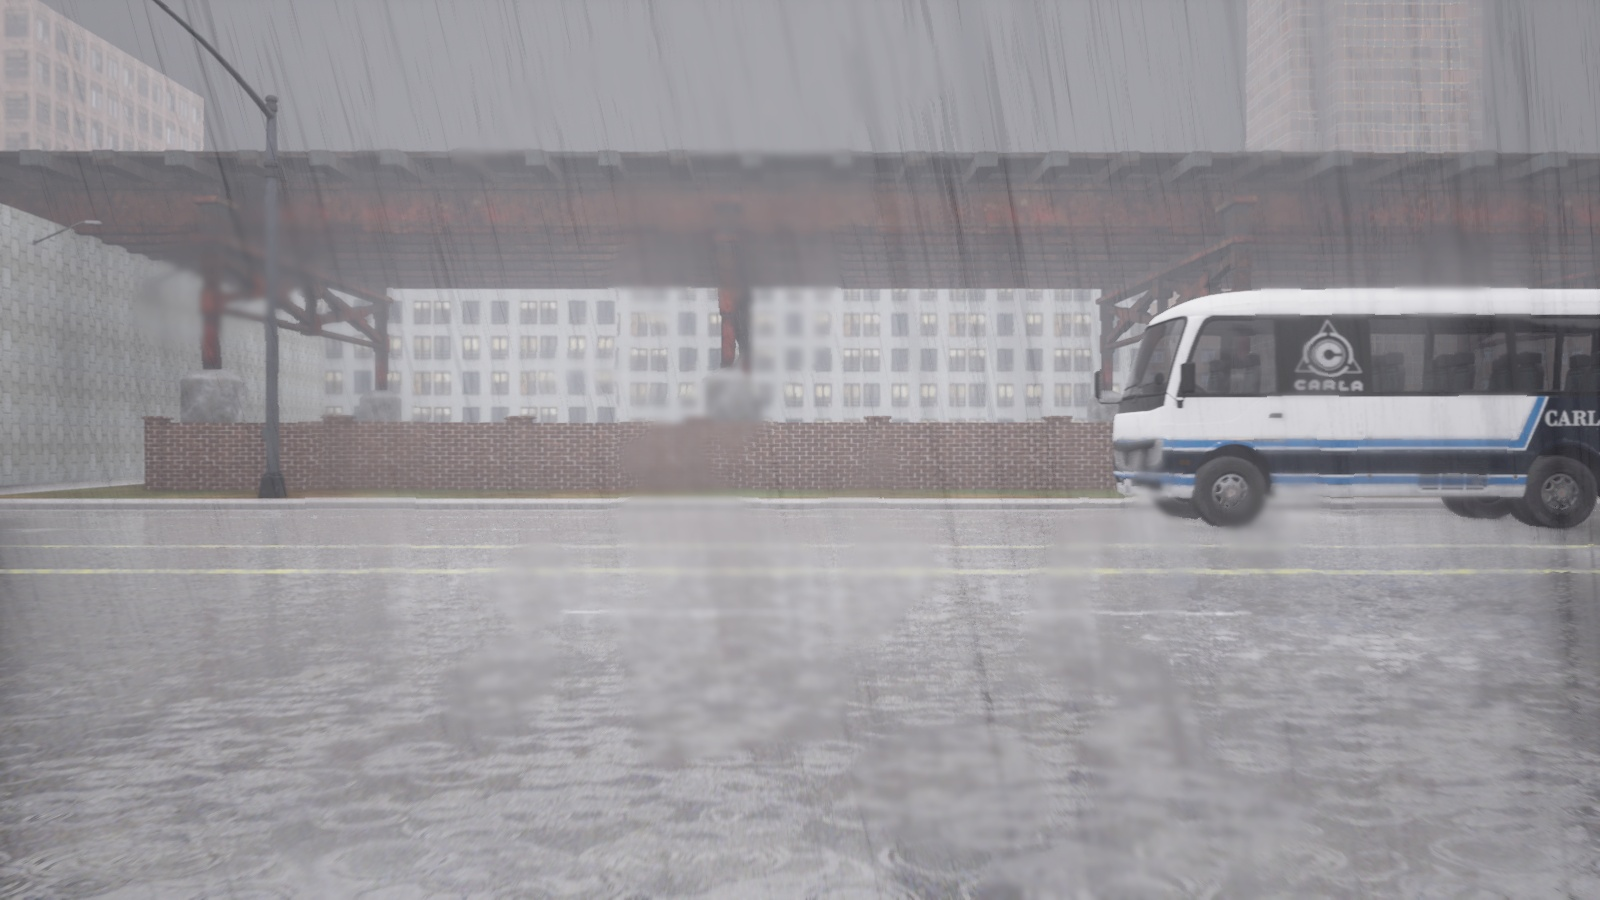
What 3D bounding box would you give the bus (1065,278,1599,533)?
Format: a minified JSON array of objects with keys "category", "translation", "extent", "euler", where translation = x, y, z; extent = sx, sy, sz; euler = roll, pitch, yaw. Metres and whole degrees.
[{"category":"bus","translation":[10.382,-0.751,22.943],"extent":[10.273,4.253,3.944],"euler":[0,0,1]}]
